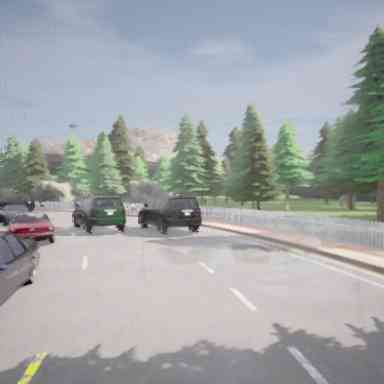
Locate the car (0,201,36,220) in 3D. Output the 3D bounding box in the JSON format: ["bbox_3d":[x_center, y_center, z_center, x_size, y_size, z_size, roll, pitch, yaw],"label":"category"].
[{"bbox_3d":[-12.765,1.630,24.182,1.994,1.385,4.181,0,0,-40],"label":"car"}]

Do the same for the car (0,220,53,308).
[{"bbox_3d":[-4.484,1.572,6.713,2.033,1.411,5.357,0,0,-13],"label":"car"}]

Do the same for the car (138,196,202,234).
[{"bbox_3d":[-1.407,1.221,19.429,2.150,2.045,5.566,0,0,-26],"label":"car"}]

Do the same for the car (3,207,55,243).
[{"bbox_3d":[-7.604,1.640,15.783,1.895,1.301,4.718,0,0,-26],"label":"car"}]

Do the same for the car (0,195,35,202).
[{"bbox_3d":[-21.053,1.332,39.433,5.566,2.045,2.150,0,0,27],"label":"car"}]

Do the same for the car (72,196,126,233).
[{"bbox_3d":[-5.695,1.246,20.112,2.150,2.045,5.566,0,0,-30],"label":"car"}]
